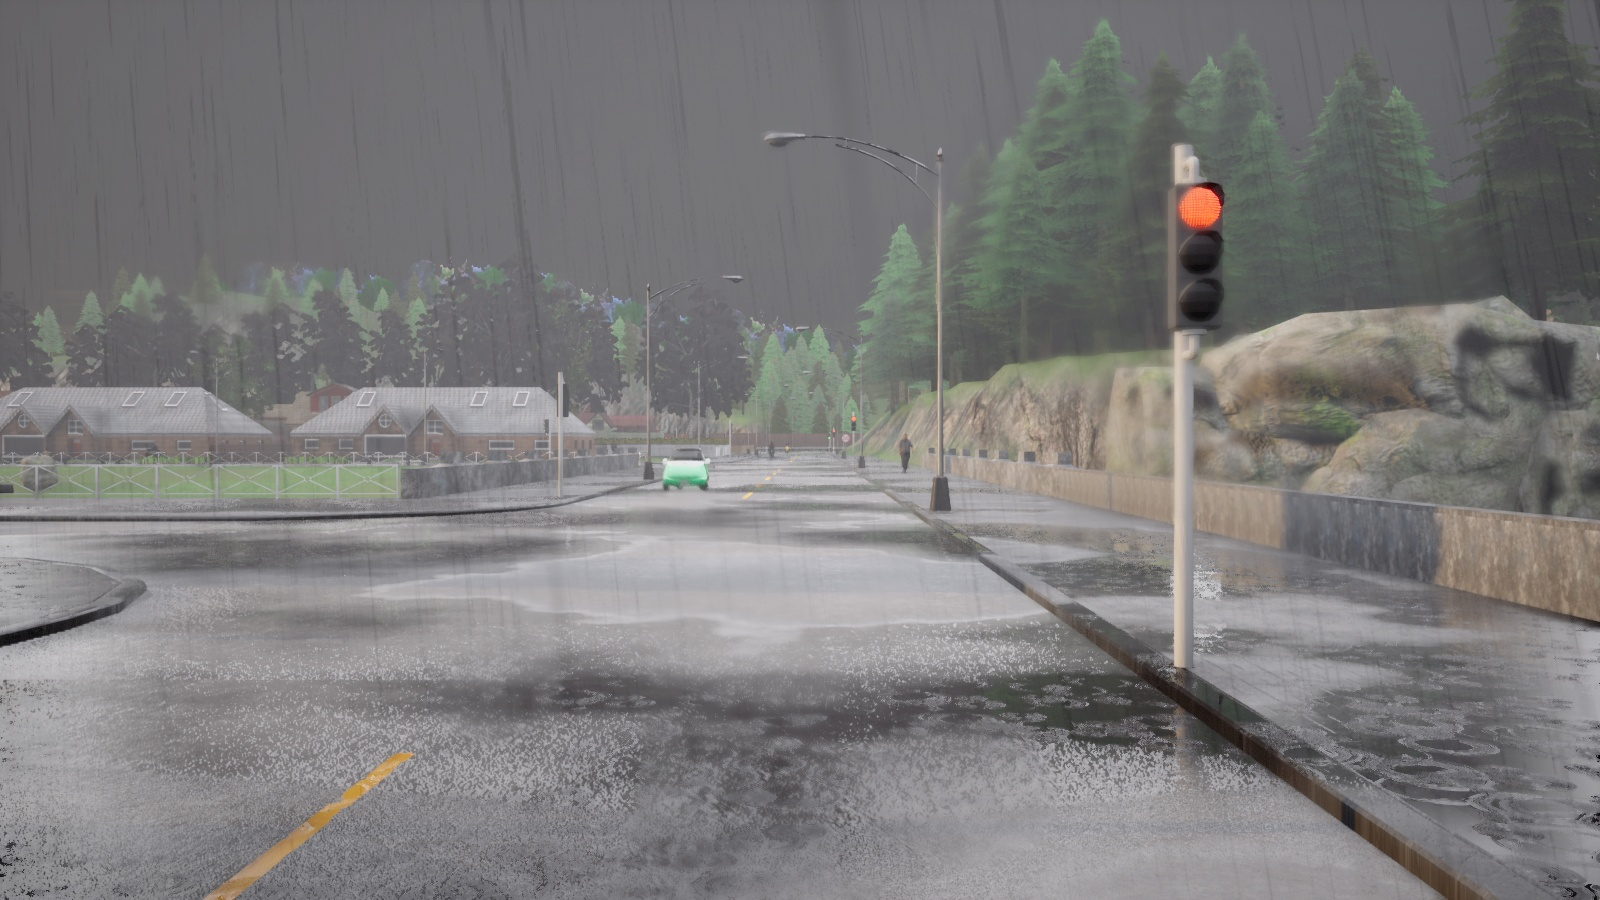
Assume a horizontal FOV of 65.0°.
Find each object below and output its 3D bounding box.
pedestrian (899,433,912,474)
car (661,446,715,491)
[{"bbox_3d":[4.718,0.142,56.407,0.540,1.848,0.694,0,0,2],"label":"pedestrian"},{"bbox_3d":[-3.512,0.575,39.510,1.481,1.376,2.207,0,0,1],"label":"car"}]
